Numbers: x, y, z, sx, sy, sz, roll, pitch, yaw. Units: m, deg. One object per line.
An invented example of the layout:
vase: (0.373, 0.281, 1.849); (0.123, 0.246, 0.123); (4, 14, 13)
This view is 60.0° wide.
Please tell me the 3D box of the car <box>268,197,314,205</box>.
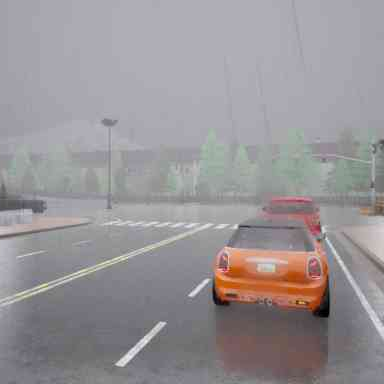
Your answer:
car: (4.167, 1.221, 14.098); (2.150, 2.045, 5.566); (0, 0, 16)

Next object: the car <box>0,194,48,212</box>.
car: (-18.340, 1.213, 35.852); (5.566, 2.045, 2.150); (0, 0, 16)

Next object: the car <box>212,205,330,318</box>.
car: (1.994, 1.352, 7.823); (2.097, 1.767, 4.553); (0, 0, 19)
